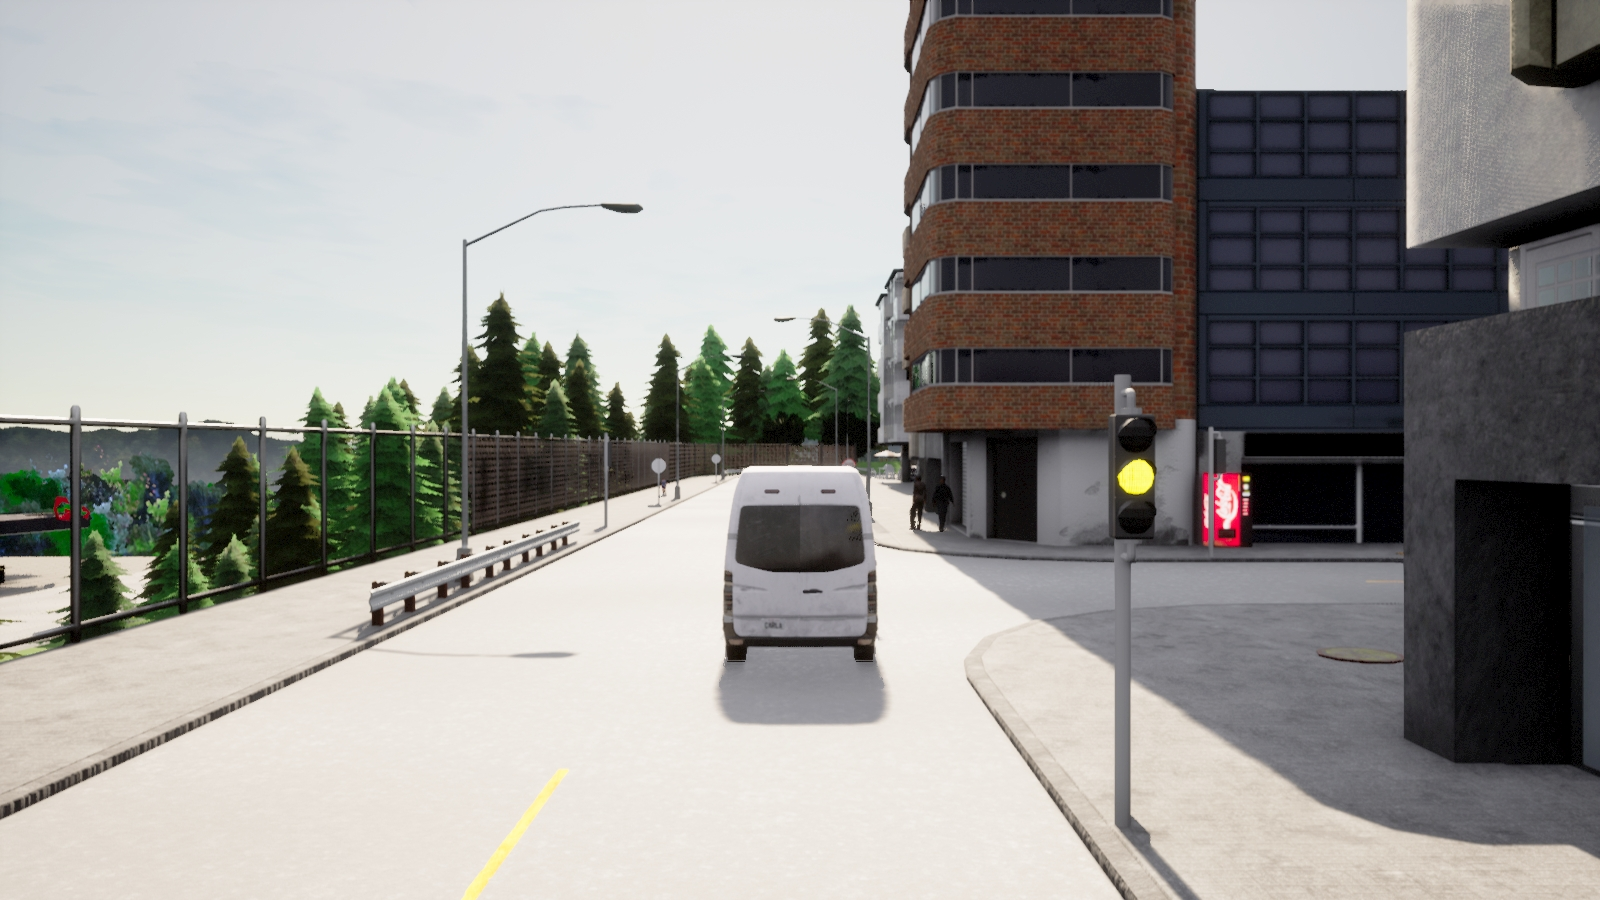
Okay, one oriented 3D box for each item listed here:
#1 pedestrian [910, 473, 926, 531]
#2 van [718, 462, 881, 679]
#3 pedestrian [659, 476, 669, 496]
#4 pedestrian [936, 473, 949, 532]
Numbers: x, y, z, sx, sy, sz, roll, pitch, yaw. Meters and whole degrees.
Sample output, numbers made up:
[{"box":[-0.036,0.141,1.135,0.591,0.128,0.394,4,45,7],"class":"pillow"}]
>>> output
[{"box":[3.814,1.674,36.912,0.375,1.860,0.375,0,0,-19],"class":"pedestrian"},{"box":[-0.002,1.505,16.888,1.988,2.561,5.915,0,0,0],"class":"van"},{"box":[-7.593,2.019,63.764,0.500,1.100,0.500,0,0,1],"class":"pedestrian"},{"box":[4.540,1.675,36.496,0.375,1.860,0.375,0,0,2],"class":"pedestrian"}]
